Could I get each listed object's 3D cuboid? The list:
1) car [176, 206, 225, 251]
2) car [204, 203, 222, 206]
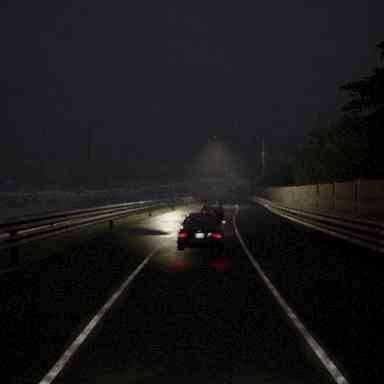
[{"bbox_3d":[0.429,1.562,14.042,2.033,1.411,5.357,0,0,4],"label":"car"},{"bbox_3d":[1.880,1.620,28.913,1.895,1.301,4.718,1,0,8],"label":"car"}]
